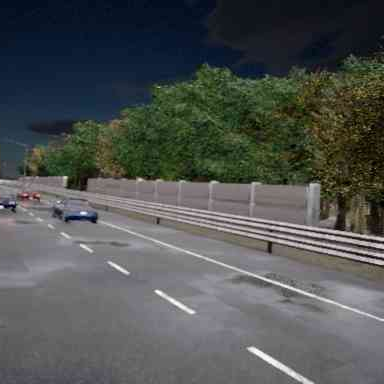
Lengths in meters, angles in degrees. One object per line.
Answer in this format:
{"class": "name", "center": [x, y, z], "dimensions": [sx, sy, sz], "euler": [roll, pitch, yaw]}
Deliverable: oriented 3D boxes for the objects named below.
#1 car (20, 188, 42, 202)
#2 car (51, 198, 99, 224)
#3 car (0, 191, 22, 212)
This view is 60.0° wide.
{"class": "car", "center": [-17.395, 0.265, 35.335], "dimensions": [1.895, 1.301, 4.718], "euler": [5, 0, -34]}
{"class": "car", "center": [-7.191, 1.062, 20.290], "dimensions": [1.994, 1.385, 4.181], "euler": [5, 0, -34]}
{"class": "car", "center": [-13.356, 0.584, 22.982], "dimensions": [1.895, 1.301, 4.718], "euler": [5, 0, -34]}
